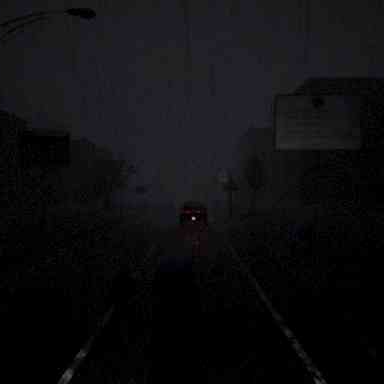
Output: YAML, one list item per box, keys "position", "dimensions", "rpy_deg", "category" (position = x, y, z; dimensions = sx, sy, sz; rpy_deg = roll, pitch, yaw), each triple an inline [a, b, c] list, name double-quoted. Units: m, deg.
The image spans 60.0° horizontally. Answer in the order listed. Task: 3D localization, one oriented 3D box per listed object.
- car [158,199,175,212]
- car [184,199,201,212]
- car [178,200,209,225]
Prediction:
- position: [-3.072, 1.629, 40.990]
  dimensions: [1.812, 1.442, 4.674]
  rpy_deg: [0, -1, 0]
  category: "car"
- position: [0.066, 1.653, 41.185]
  dimensions: [2.033, 1.411, 5.357]
  rpy_deg: [0, 0, 1]
  category: "car"
- position: [0.100, 1.452, 23.513]
  dimensions: [1.837, 1.490, 4.892]
  rpy_deg: [0, 0, 0]
  category: "car"
